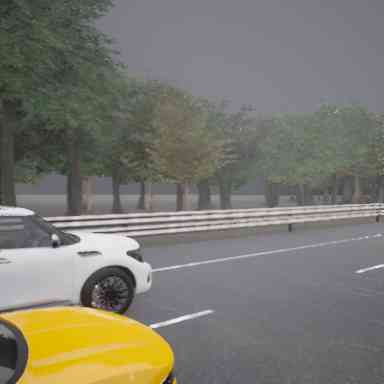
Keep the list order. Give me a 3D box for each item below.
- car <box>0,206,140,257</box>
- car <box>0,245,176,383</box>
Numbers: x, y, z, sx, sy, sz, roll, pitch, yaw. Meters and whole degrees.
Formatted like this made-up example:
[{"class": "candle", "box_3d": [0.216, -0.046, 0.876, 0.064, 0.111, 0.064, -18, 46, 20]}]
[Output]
[{"class": "car", "box_3d": [-3.447, 1.221, 5.602, 5.566, 2.045, 2.150, 0, 0, -36]}, {"class": "car", "box_3d": [-2.411, 1.477, 2.028, 5.008, 1.535, 1.882, 0, 0, -36]}]
